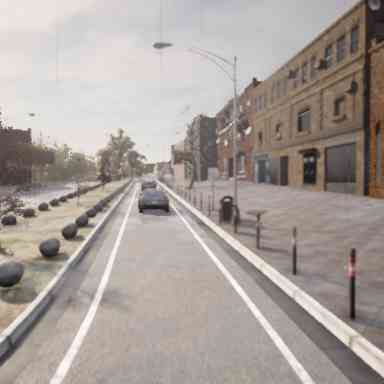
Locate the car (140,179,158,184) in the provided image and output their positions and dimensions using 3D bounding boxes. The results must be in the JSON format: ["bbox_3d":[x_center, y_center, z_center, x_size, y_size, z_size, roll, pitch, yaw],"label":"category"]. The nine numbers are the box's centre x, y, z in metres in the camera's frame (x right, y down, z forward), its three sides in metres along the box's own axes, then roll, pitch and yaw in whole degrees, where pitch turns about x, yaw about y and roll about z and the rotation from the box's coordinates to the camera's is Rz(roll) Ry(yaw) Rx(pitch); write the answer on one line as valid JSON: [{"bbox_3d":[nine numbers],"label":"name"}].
[{"bbox_3d":[-5.235,-0.849,40.492,2.128,1.511,4.902,-1,4,-8],"label":"car"}]

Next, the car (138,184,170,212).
[{"bbox_3d":[-2.571,0.461,22.164,1.994,1.385,4.181,-1,4,-8],"label":"car"}]
